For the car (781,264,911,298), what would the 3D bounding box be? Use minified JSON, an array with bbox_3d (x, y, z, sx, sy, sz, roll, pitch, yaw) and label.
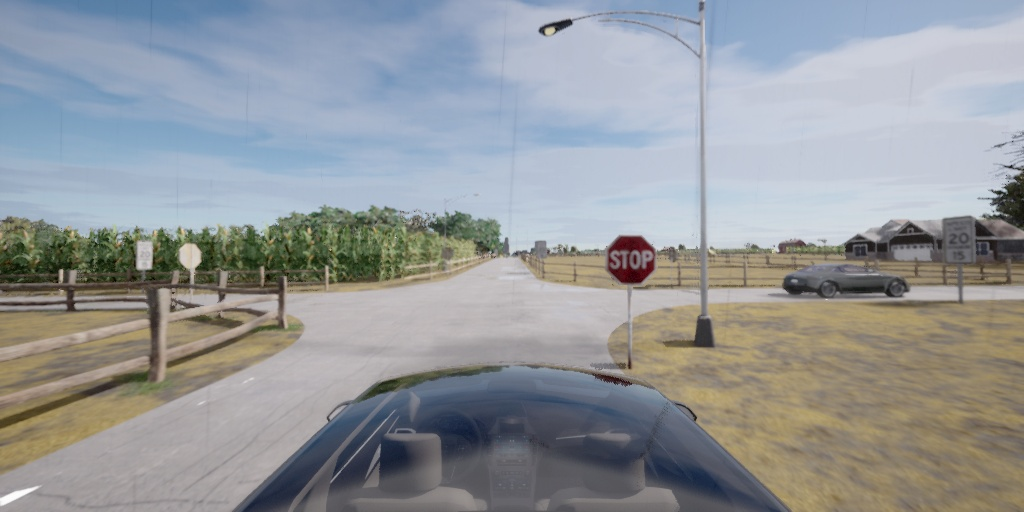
[{"bbox_3d":[13.880,0.996,15.069,4.181,1.385,1.994,-1,-1,0],"label":"car"}]
